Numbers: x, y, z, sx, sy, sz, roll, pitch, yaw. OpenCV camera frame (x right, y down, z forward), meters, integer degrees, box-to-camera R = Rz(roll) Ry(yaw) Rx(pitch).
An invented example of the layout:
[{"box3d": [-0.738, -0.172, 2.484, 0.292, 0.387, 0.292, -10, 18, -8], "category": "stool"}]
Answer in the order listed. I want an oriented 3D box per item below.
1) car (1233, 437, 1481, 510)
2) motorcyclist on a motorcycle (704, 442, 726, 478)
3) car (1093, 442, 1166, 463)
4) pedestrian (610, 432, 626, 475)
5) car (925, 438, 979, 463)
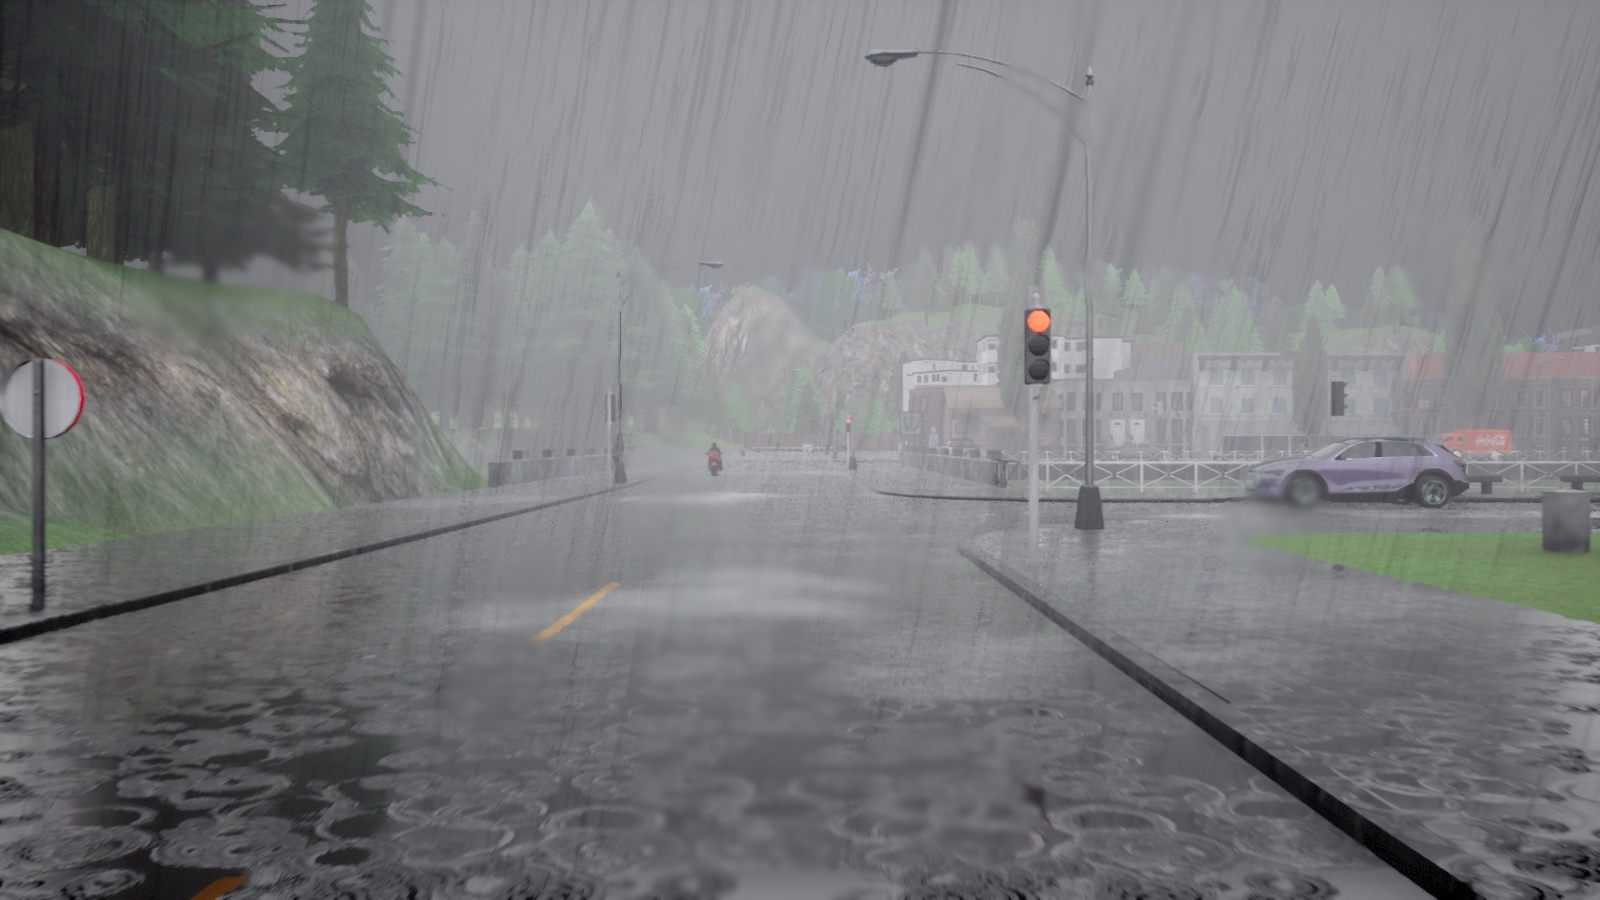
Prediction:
[{"box3d": [12.849, 0.522, 29.181, 4.856, 1.649, 2.033, 0, 0, 0], "category": "car"}, {"box3d": [-3.670, 0.419, 54.396, 0.797, 1.523, 2.044, 0, 0, 0], "category": "motorcyclist on a motorcycle"}, {"box3d": [24.836, 0.189, 94.762, 4.902, 1.511, 2.128, 0, 0, 0], "category": "car"}, {"box3d": [-7.917, 0.142, 54.578, 0.540, 1.848, 0.694, 0, 0, -20], "category": "pedestrian"}, {"box3d": [11.447, 0.017, 94.832, 3.866, 1.878, 1.905, 0, 0, 0], "category": "car"}]
